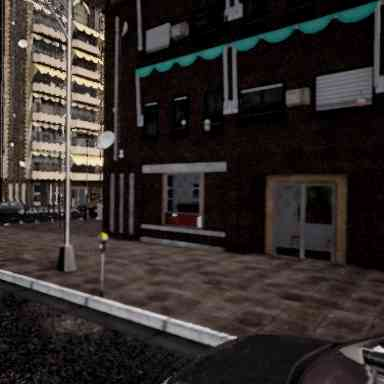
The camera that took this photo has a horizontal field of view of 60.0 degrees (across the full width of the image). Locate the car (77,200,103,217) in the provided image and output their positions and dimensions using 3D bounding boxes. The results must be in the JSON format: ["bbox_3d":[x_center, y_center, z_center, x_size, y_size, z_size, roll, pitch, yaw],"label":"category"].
[{"bbox_3d":[-8.423,1.780,32.273,1.947,1.339,4.313,1,0,36],"label":"car"}]

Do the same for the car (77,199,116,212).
[{"bbox_3d":[-11.890,1.652,41.701,1.887,1.381,4.507,1,0,36],"label":"car"}]

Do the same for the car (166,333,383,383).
[{"bbox_3d":[1.719,1.552,1.791,4.403,1.369,2.008,0,1,36],"label":"car"}]

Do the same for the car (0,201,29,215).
[{"bbox_3d":[-18.447,1.567,32.786,2.008,1.369,4.403,1,0,36],"label":"car"}]
